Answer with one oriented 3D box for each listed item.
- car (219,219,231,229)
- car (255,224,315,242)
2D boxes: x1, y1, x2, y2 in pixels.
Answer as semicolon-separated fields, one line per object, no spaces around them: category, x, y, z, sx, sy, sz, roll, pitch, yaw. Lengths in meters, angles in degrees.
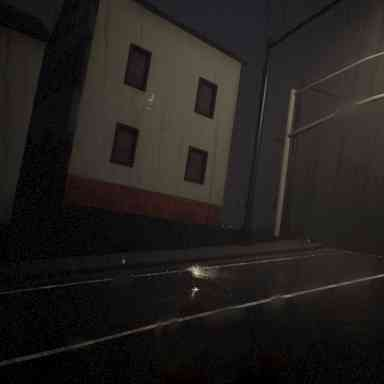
car;2.369;3.566;37.294;1.837;1.490;4.892;13;-7;-35
car;8.036;3.578;29.279;2.033;1.411;5.357;12;-7;-35
